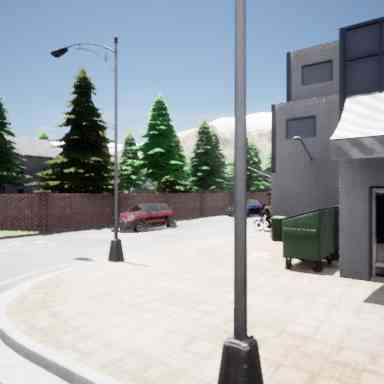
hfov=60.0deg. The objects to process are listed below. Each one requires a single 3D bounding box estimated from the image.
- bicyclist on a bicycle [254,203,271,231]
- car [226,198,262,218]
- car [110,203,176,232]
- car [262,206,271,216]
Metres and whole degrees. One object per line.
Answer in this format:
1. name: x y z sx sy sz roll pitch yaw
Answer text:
1. bicyclist on a bicycle: 4.274 1.482 19.014 1.656 1.620 0.582 0 0 37
2. car: 5.240 1.538 32.875 2.097 1.767 4.553 0 0 37
3. car: -3.119 1.538 21.598 2.097 1.767 4.553 0 0 36
4. car: 8.735 1.688 31.403 1.837 1.490 4.892 0 0 37
